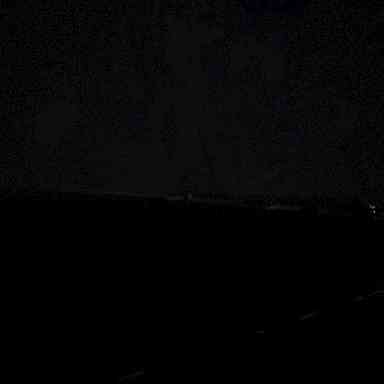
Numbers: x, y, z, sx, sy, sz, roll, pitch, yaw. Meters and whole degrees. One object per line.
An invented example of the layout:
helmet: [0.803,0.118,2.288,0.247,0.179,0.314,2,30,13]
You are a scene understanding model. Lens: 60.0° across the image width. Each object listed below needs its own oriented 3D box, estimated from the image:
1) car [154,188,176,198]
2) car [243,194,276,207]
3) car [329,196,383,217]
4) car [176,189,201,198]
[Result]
car: [-4.425,0.319,58.803,1.994,1.385,4.181,-3,3,-35]
car: [8.186,1.016,40.791,1.994,1.385,4.181,-3,3,-35]
car: [15.216,1.210,30.840,2.097,1.767,4.553,-3,3,-35]
car: [-0.286,0.253,57.809,1.837,1.490,4.892,-3,3,-35]
